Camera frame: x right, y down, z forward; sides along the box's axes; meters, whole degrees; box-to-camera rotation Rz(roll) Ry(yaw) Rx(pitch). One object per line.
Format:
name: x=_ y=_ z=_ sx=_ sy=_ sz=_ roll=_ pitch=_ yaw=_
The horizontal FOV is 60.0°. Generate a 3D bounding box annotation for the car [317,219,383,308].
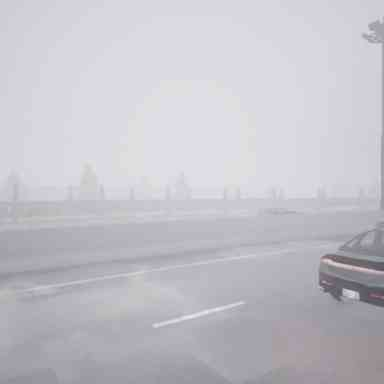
car: x=4.680 y=1.492 z=6.874 sx=4.902 sy=1.511 sz=2.128 roll=0 pitch=0 yaw=-33

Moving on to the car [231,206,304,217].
car: x=4.305 y=1.548 z=19.161 sx=5.357 sy=1.411 sz=2.033 roll=0 pitch=0 yaw=-30
